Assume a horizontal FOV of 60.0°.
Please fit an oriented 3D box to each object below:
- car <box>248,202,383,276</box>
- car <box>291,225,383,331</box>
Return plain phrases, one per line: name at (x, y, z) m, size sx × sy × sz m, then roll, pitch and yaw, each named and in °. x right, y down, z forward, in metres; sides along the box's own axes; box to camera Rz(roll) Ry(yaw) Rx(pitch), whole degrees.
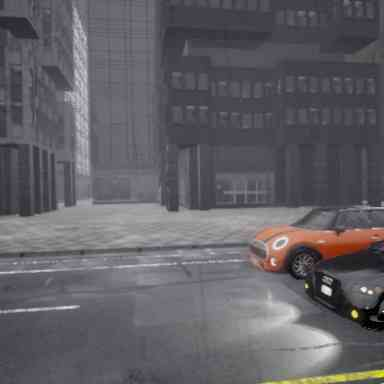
car at (3.881, 1.192, 9.105) m, size 4.553 × 1.767 × 2.097 m, roll -1°, pitch 1°, yaw -8°
car at (4.227, 1.429, 5.872) m, size 4.181 × 1.385 × 1.994 m, roll -1°, pitch 1°, yaw -8°
